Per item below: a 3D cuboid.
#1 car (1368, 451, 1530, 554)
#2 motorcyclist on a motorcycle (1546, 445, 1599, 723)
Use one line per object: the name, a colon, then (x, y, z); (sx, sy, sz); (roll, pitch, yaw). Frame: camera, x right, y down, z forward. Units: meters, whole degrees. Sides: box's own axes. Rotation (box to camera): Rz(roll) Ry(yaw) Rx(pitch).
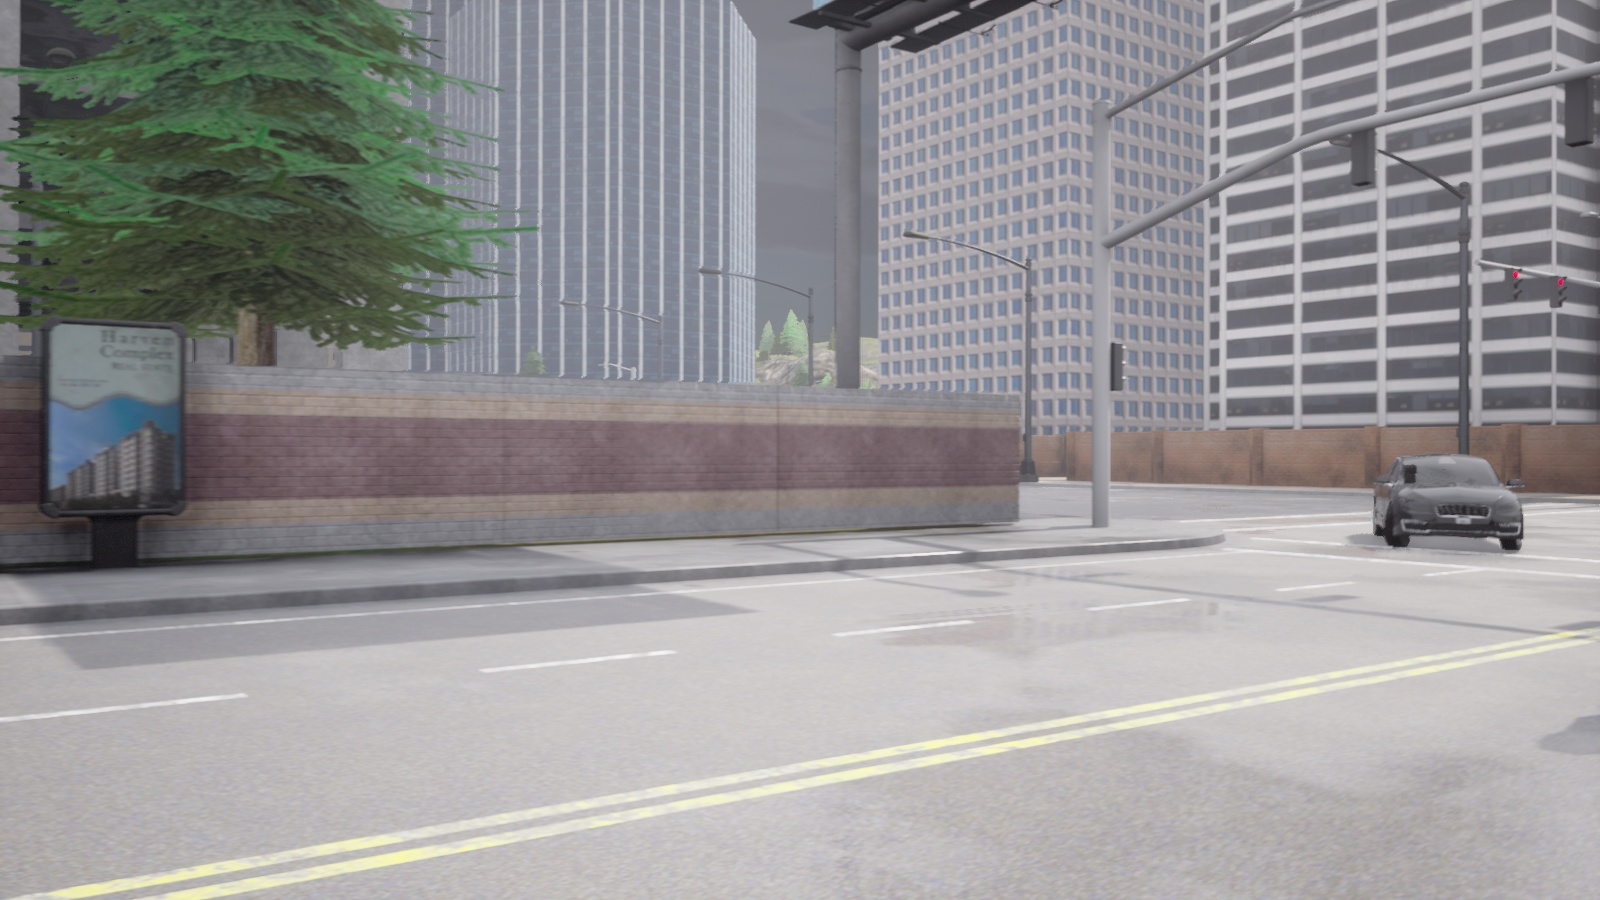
car: (10.712, 0.779, 21.056); (1.837, 1.490, 4.892); (1, 0, 21)
motorcyclist on a motorcycle: (5.292, 0.734, 7.367); (2.044, 1.523, 0.797); (0, 0, -35)
